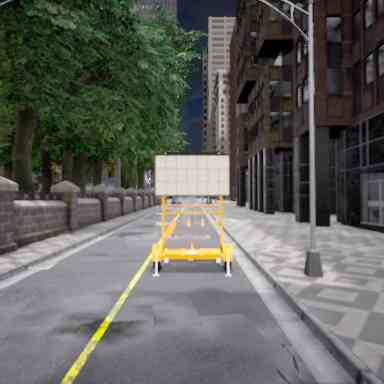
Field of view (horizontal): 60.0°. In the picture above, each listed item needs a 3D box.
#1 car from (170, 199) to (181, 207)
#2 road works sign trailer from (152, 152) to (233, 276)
[{"bbox_3d":[-2.939,1.986,61.382,1.882,1.535,5.008,0,0,0],"label":"car"},{"bbox_3d":[0.011,0.539,10.586,2.380,3.560,2.880,0,0,0],"label":"road works sign trailer"}]
